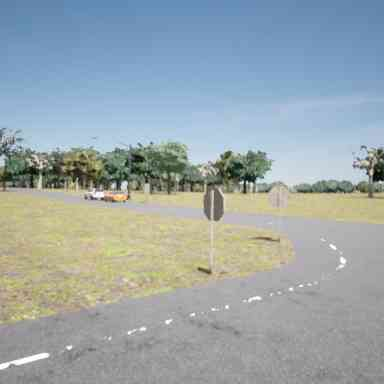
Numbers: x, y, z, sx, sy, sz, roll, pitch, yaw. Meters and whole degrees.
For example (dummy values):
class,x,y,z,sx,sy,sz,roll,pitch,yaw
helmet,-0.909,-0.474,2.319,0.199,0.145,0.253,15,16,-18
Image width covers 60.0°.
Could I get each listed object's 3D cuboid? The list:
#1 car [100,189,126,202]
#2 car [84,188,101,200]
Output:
class,x,y,z,sx,sy,sz,roll,pitch,yaw
car,-12.137,0.681,52.116,2.097,1.767,4.553,2,0,-36
car,-17.490,0.371,59.627,2.150,2.045,5.566,2,0,-36
